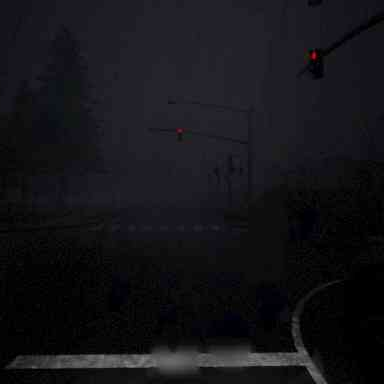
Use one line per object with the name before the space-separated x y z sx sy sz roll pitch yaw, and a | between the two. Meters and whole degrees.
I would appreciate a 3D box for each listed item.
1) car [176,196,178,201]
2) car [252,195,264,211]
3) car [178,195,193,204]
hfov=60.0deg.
car | -2.198 1.327 71.105 1.812 1.442 4.674 0 0 -13
car | 8.868 1.144 36.301 4.605 1.855 1.932 0 0 -1
car | -0.906 1.518 60.921 2.033 1.411 5.357 0 0 -7
